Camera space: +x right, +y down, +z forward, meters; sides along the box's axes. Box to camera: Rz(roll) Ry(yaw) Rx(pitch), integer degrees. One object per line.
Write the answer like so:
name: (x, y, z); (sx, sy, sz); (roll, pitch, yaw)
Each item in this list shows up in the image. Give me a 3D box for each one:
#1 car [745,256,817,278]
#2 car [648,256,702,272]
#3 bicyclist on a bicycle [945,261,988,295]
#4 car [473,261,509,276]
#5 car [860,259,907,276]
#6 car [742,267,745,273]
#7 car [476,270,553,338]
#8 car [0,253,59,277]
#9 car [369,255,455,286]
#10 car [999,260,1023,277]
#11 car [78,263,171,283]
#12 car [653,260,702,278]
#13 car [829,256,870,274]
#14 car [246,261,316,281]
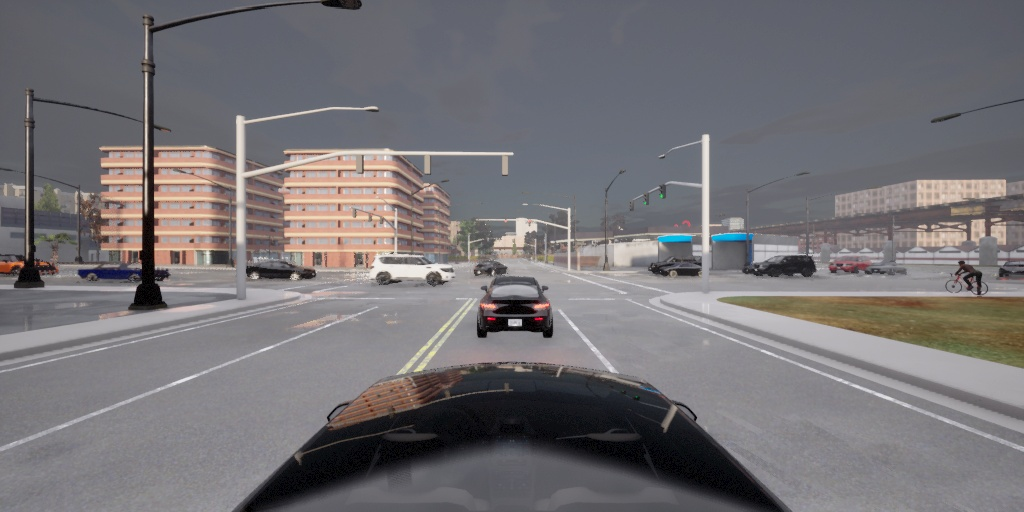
car: (25.802, 0.972, 34.118); (5.566, 2.045, 2.150); (0, 0, -6)
car: (17.194, 0.971, 37.399); (5.566, 2.045, 2.150); (0, 0, 1)
bicyclist on a bicycle: (21.913, 1.050, 17.313); (0.582, 1.620, 1.656); (0, 0, 0)
car: (-1.970, 1.228, 34.999); (1.837, 1.490, 4.892); (2, 1, 26)
car: (38.846, 1.314, 37.288); (4.181, 1.385, 1.994); (0, 0, -23)
car: (26.594, 1.314, 37.752); (4.181, 1.385, 1.994); (0, 0, -8)
car: (0.075, 1.276, 10.079); (1.812, 1.442, 4.674); (0, 0, 0)
car: (-39.081, 0.681, 28.403); (4.553, 1.767, 2.097); (1, 0, 1)
car: (-6.678, 0.929, 24.139); (5.566, 2.045, 2.150); (0, 0, 3)
car: (47.797, 1.241, 33.834); (4.902, 1.511, 2.128); (0, 0, -30)
car: (-26.503, 1.145, 24.661); (4.718, 1.301, 1.895); (1, 0, 1)
car: (16.105, 1.314, 33.965); (4.181, 1.385, 1.994); (0, 0, 0)
car: (38.782, 0.973, 40.993); (5.566, 2.045, 2.150); (0, 0, -26)
car: (-17.979, 1.130, 28.000); (5.008, 1.535, 1.882); (1, 0, 1)
